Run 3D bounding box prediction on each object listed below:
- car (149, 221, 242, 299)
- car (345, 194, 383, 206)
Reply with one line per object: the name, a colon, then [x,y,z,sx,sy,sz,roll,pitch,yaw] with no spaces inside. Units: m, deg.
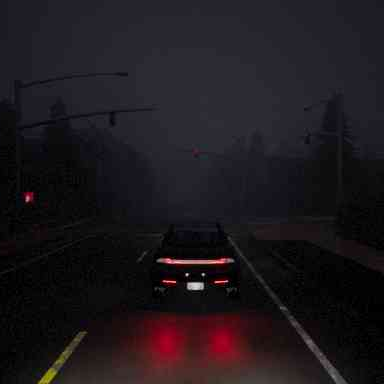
car: [0.084,1.492,8.444,2.128,1.511,4.902,0,0,0]
car: [15.881,1.202,28.964,5.566,2.045,2.150,0,0,-8]
